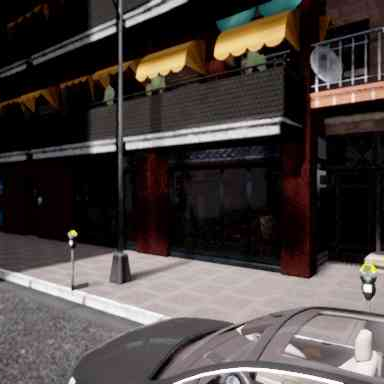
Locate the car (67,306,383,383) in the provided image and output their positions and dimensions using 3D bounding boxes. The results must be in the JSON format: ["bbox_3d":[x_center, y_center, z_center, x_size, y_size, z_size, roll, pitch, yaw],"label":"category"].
[{"bbox_3d":[0.895,1.549,2.234,4.403,1.369,2.008,0,0,36],"label":"car"}]
